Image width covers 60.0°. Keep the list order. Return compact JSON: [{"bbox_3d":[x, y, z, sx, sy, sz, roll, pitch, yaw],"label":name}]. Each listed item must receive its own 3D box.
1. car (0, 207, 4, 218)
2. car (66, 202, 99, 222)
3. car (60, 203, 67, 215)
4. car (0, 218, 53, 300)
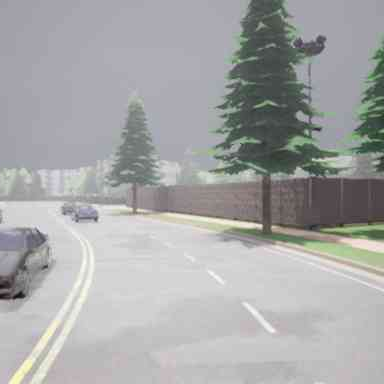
[{"bbox_3d":[-15.983,1.769,26.197,1.882,1.535,5.008,0,-1,-26],"label":"car"},{"bbox_3d":[-9.468,1.845,29.234,2.033,1.411,5.357,0,-1,-26],"label":"car"},{"bbox_3d":[-14.588,1.957,39.777,2.033,1.411,5.357,0,-1,-26],"label":"car"},{"bbox_3d":[-4.946,1.644,8.741,2.033,1.411,5.357,0,-1,-14],"label":"car"}]
